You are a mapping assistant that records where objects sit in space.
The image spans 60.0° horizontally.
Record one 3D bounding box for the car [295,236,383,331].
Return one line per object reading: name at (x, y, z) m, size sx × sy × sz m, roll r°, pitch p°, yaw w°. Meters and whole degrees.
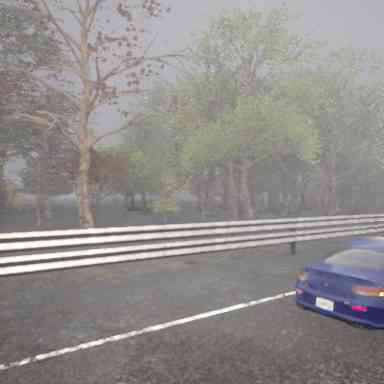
car at (3.960, 1.612, 6.543) m, size 4.674 × 1.442 × 1.812 m, roll 1°, pitch 0°, yaw -35°
